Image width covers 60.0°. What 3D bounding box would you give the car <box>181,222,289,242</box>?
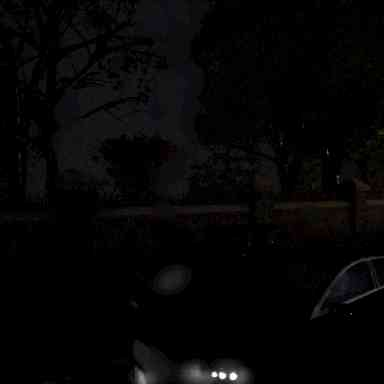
[{"bbox_3d":[0.623,1.440,6.974,4.097,1.590,1.967,0,0,-35],"label":"car"}]

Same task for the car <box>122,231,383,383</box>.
[{"bbox_3d":[1.564,1.492,4.469,4.902,1.511,2.128,0,0,-35],"label":"car"}]
